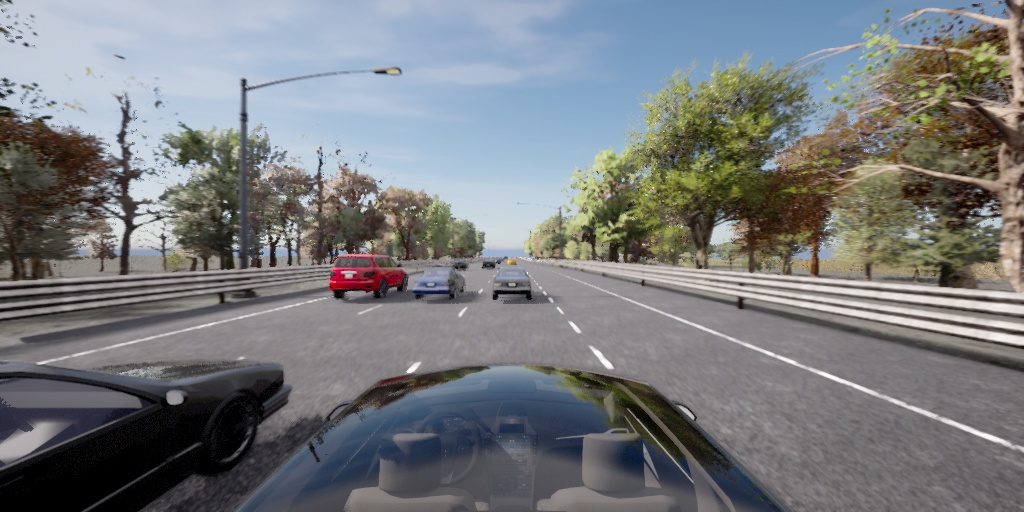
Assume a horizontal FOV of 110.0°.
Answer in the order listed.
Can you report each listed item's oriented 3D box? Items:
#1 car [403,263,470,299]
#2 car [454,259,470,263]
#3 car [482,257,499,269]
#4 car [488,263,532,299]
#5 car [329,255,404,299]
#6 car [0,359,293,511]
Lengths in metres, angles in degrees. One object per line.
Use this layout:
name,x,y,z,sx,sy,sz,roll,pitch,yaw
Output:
car,-3.502,1.275,17.923,2.033,1.411,5.357,0,0,0
car,-7.002,1.195,49.674,1.837,1.490,4.892,0,0,0
car,-3.501,1.161,55.675,1.882,1.535,5.008,0,0,0
car,0.003,1.275,17.862,2.033,1.411,5.357,0,0,0
car,-7.001,0.949,18.066,2.150,2.045,5.566,0,0,0
car,-3.501,1.298,1.726,2.033,1.411,5.357,0,0,0
